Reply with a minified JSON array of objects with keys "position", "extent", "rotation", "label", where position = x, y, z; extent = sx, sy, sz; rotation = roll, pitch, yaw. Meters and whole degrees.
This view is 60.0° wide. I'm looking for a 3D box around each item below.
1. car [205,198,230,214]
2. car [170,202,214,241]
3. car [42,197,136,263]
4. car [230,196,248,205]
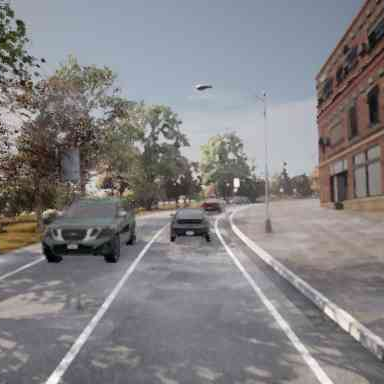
[{"position":[2.358,1.389,34.730],"extent":[1.882,1.535,5.008],"rotation":[-2,0,14],"label":"car"},{"position":[-0.043,1.506,16.714],"extent":[1.837,1.490,4.892],"rotation":[0,0,1],"label":"car"},{"position":[-3.483,1.234,12.429],"extent":[2.150,2.045,5.566],"rotation":[0,0,0],"label":"car"},{"position":[7.445,1.395,54.128],"extent":[2.128,1.511,4.902],"rotation":[-4,-1,34],"label":"car"}]
